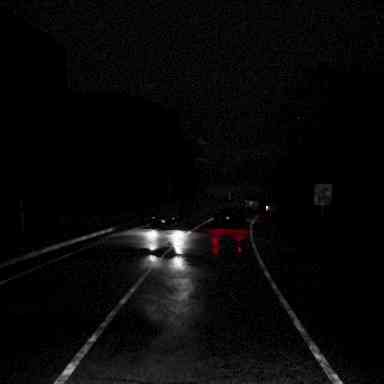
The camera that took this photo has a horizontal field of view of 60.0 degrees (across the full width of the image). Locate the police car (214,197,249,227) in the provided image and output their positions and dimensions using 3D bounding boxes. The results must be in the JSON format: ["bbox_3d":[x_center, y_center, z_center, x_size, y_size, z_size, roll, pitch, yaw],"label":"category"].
[{"bbox_3d":[2.697,1.404,22.920,1.930,1.638,5.238,1,0,11],"label":"police car"}]

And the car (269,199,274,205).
[{"bbox_3d":[13.512,1.328,60.988,2.150,2.045,5.566,3,3,28],"label":"car"}]

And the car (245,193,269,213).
[{"bbox_3d":[7.447,1.303,39.556,2.150,2.045,5.566,2,0,19],"label":"car"}]

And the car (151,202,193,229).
[{"bbox_3d":[-1.164,1.414,21.176,1.837,1.490,4.892,1,0,11],"label":"car"}]
